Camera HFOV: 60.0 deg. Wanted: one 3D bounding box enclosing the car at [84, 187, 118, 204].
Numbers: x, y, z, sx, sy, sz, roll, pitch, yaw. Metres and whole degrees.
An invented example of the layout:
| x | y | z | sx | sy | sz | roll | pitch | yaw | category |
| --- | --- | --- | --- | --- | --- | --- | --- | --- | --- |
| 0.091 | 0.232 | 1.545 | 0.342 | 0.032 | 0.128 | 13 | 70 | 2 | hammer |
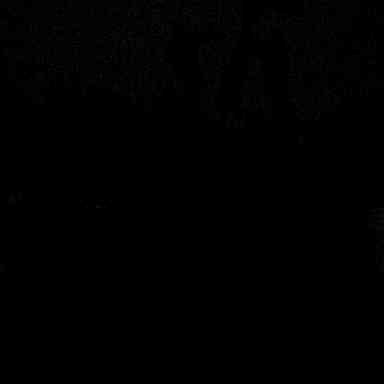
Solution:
| x | y | z | sx | sy | sz | roll | pitch | yaw | category |
| --- | --- | --- | --- | --- | --- | --- | --- | --- | --- |
| -11.728 | 0.381 | 42.171 | 5.566 | 2.045 | 2.150 | 3 | 3 | 39 | car |

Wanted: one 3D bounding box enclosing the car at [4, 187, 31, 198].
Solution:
| x | y | z | sx | sy | sz | roll | pitch | yaw | category |
| --- | --- | --- | --- | --- | --- | --- | --- | --- | --- |
| -25.858 | -0.007 | 49.110 | 5.357 | 1.411 | 2.033 | 3 | 4 | 38 | car |

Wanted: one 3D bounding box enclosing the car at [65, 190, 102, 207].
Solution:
| x | y | z | sx | sy | sz | roll | pitch | yaw | category |
| --- | --- | --- | --- | --- | --- | --- | --- | --- | --- |
| -12.858 | 0.878 | 38.609 | 4.181 | 1.385 | 1.994 | 2 | 3 | 39 | car |
